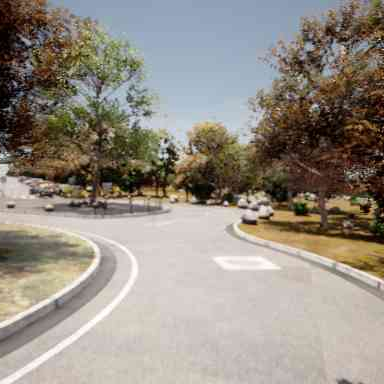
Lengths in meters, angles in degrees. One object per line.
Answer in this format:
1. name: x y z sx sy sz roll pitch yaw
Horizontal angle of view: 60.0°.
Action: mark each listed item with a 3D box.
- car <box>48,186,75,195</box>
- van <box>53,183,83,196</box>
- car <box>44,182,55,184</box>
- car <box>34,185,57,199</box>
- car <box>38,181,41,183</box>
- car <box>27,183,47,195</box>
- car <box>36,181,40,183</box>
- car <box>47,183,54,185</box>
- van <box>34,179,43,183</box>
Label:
1. car: -25.962 -0.377 66.167 4.792 1.488 2.163 2 2 -32
2. van: -21.708 -0.181 59.008 4.442 1.987 1.878 2 2 -32
3. car: -27.445 -0.558 68.506 4.892 1.521 2.231 2 2 -32
4. car: -22.457 0.192 50.791 1.837 1.490 4.892 3 1 -32
5. car: -31.808 -0.973 75.585 4.674 1.452 2.002 2 2 -32
6. car: -27.740 -0.304 59.315 2.128 1.511 4.902 2 2 -32
7. car: -33.263 -1.164 77.941 5.008 1.535 2.097 2 2 -32
8. car: -24.689 -0.265 63.695 5.366 1.575 1.946 2 2 -32
9. van: -36.057 -1.686 82.717 4.442 1.987 1.878 2 2 -32
